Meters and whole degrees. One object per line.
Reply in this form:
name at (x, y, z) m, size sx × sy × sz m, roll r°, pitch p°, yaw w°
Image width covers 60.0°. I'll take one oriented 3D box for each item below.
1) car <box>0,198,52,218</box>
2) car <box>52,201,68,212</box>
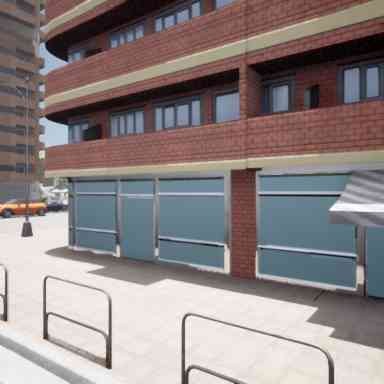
car at (-15.468, 1.346, 29.690) m, size 2.097 × 1.767 × 4.553 m, roll 0°, pitch 0°, yaw 36°
car at (-15.362, 1.595, 35.776) m, size 1.895 × 1.301 × 4.718 m, roll 0°, pitch 0°, yaw 36°
